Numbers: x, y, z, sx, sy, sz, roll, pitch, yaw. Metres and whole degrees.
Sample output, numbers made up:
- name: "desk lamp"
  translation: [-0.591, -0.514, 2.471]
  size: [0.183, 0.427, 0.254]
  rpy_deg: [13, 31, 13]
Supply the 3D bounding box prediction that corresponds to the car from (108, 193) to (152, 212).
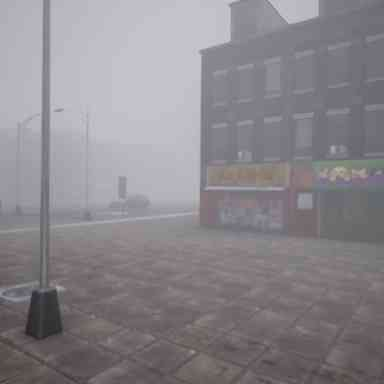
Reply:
- name: "car"
  translation: [-6.134, 1.016, 33.088]
  size: [2.097, 1.767, 4.553]
  rpy_deg: [1, 1, 35]
